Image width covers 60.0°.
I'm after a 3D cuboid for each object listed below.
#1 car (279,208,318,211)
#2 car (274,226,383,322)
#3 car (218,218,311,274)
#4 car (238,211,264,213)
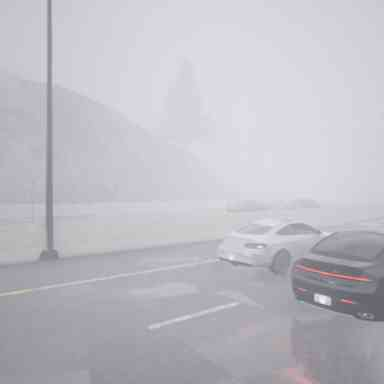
[{"bbox_3d":[10.016,1.391,30.686,4.553,1.767,2.097,0,0,-43],"label":"car"},{"bbox_3d":[4.065,1.512,6.931,4.892,1.490,1.837,0,0,-37],"label":"car"},{"bbox_3d":[2.885,1.540,10.447,4.674,1.442,1.812,0,0,-38],"label":"car"},{"bbox_3d":[5.235,1.522,31.016,5.008,1.535,1.882,0,0,-42],"label":"car"}]
